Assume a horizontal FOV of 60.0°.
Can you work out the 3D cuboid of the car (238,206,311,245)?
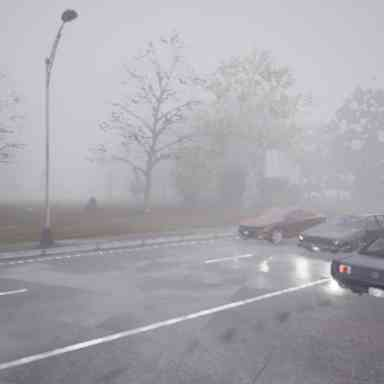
[{"bbox_3d":[4.350,1.461,15.699,5.008,1.535,1.882,0,0,-35],"label":"car"}]

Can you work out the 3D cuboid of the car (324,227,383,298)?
[{"bbox_3d":[5.279,1.592,7.519,4.718,1.301,1.895,0,0,-36],"label":"car"}]

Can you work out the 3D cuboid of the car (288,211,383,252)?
[{"bbox_3d":[6.374,1.531,12.846,5.357,1.411,2.033,0,0,-36],"label":"car"}]
